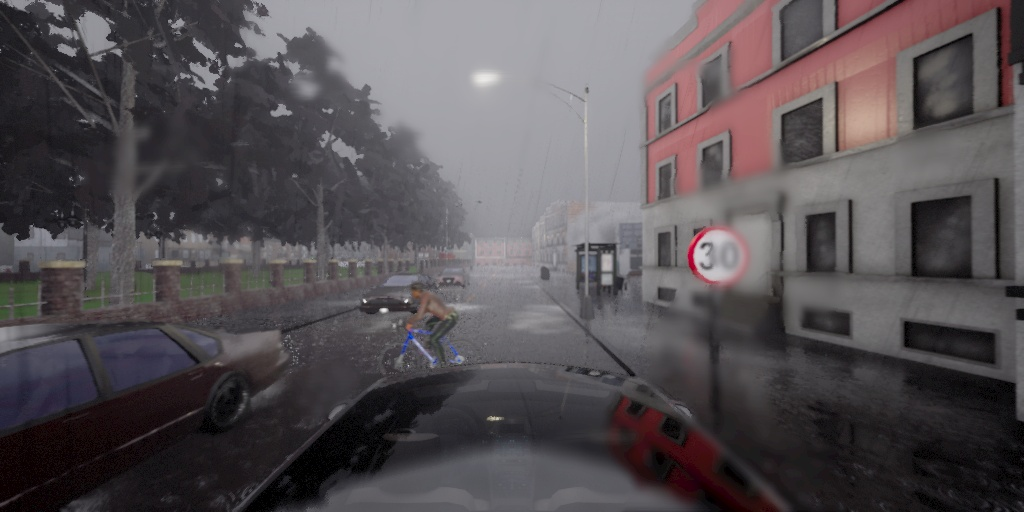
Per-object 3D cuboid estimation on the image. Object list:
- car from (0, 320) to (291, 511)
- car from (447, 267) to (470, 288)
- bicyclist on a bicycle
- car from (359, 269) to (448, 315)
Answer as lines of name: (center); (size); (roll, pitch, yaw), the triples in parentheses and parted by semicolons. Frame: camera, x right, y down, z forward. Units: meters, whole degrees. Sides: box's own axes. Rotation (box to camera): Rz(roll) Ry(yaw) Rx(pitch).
car: (-4.099, 1.306, 2.788); (2.033, 1.411, 5.357); (0, 0, 0)
car: (-4.164, 1.493, 25.665); (1.994, 1.385, 4.181); (0, 0, 0)
bicyclist on a bicycle: (-1.333, 1.232, 5.742); (1.656, 1.620, 0.582); (-2, 0, 0)
car: (-4.143, 1.391, 14.257); (2.033, 1.411, 5.357); (0, 0, 0)
